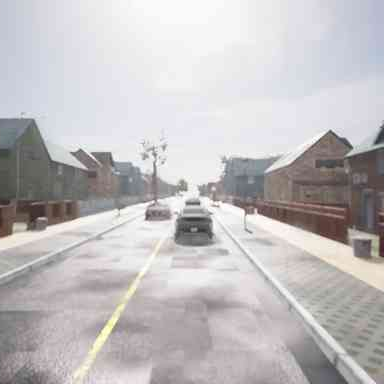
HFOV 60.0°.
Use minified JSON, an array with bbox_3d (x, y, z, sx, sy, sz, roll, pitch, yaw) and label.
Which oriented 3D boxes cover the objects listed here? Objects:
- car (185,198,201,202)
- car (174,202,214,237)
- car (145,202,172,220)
[{"bbox_3d":[0.105,1.424,39.798,1.882,1.535,5.008,0,0,0],"label":"car"},{"bbox_3d":[0.102,1.474,17.645,1.837,1.490,4.892,0,0,0],"label":"car"},{"bbox_3d":[-2.746,1.520,27.910,1.994,1.385,4.181,0,0,0],"label":"car"}]
